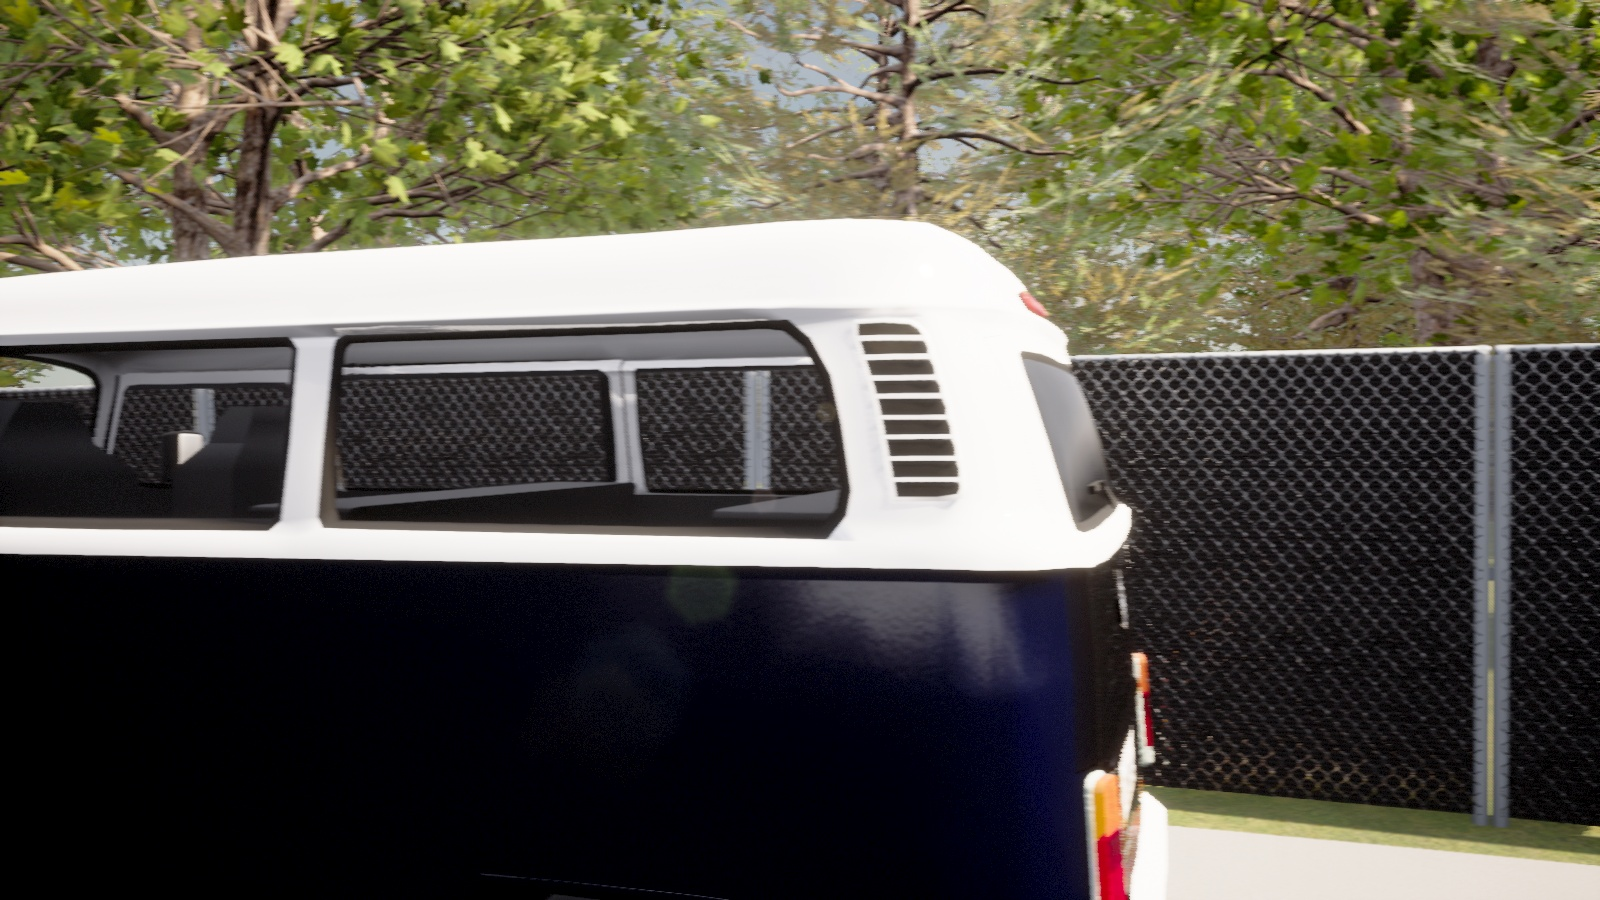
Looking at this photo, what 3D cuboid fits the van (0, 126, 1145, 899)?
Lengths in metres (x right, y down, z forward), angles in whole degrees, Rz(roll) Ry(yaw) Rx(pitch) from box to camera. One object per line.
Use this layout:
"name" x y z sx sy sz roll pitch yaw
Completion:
"van" -1.375 0.488 3.631 4.480 2.038 2.069 0 1 18
